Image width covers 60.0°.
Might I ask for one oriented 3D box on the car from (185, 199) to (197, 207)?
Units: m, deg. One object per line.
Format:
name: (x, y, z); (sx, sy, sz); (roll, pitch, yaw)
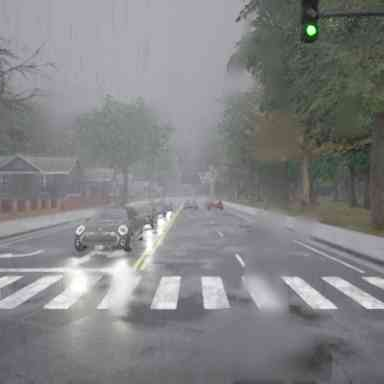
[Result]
car: (-0.192, 1.828, 55.841); (1.895, 1.301, 4.718); (0, 0, 0)

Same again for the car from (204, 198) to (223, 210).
car: (3.103, 1.544, 45.789); (2.097, 1.767, 4.553); (0, 0, 0)

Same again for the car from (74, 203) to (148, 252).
car: (-3.345, 1.406, 14.181); (2.097, 1.767, 4.553); (0, 0, 0)

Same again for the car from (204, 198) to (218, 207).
car: (3.058, 1.777, 55.825); (2.033, 1.411, 5.357); (0, 0, 0)

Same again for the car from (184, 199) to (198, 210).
car: (-0.146, 1.735, 45.386); (2.033, 1.411, 5.357); (0, 0, 0)

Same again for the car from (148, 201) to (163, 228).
car: (-3.384, 1.599, 23.329); (1.837, 1.490, 4.892); (0, 0, 0)

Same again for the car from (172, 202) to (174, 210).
car: (-3.444, 1.669, 43.661); (2.128, 1.511, 4.902); (0, 0, 0)

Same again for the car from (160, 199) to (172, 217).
car: (-3.430, 1.627, 33.272); (2.128, 1.511, 4.902); (0, 0, 0)
